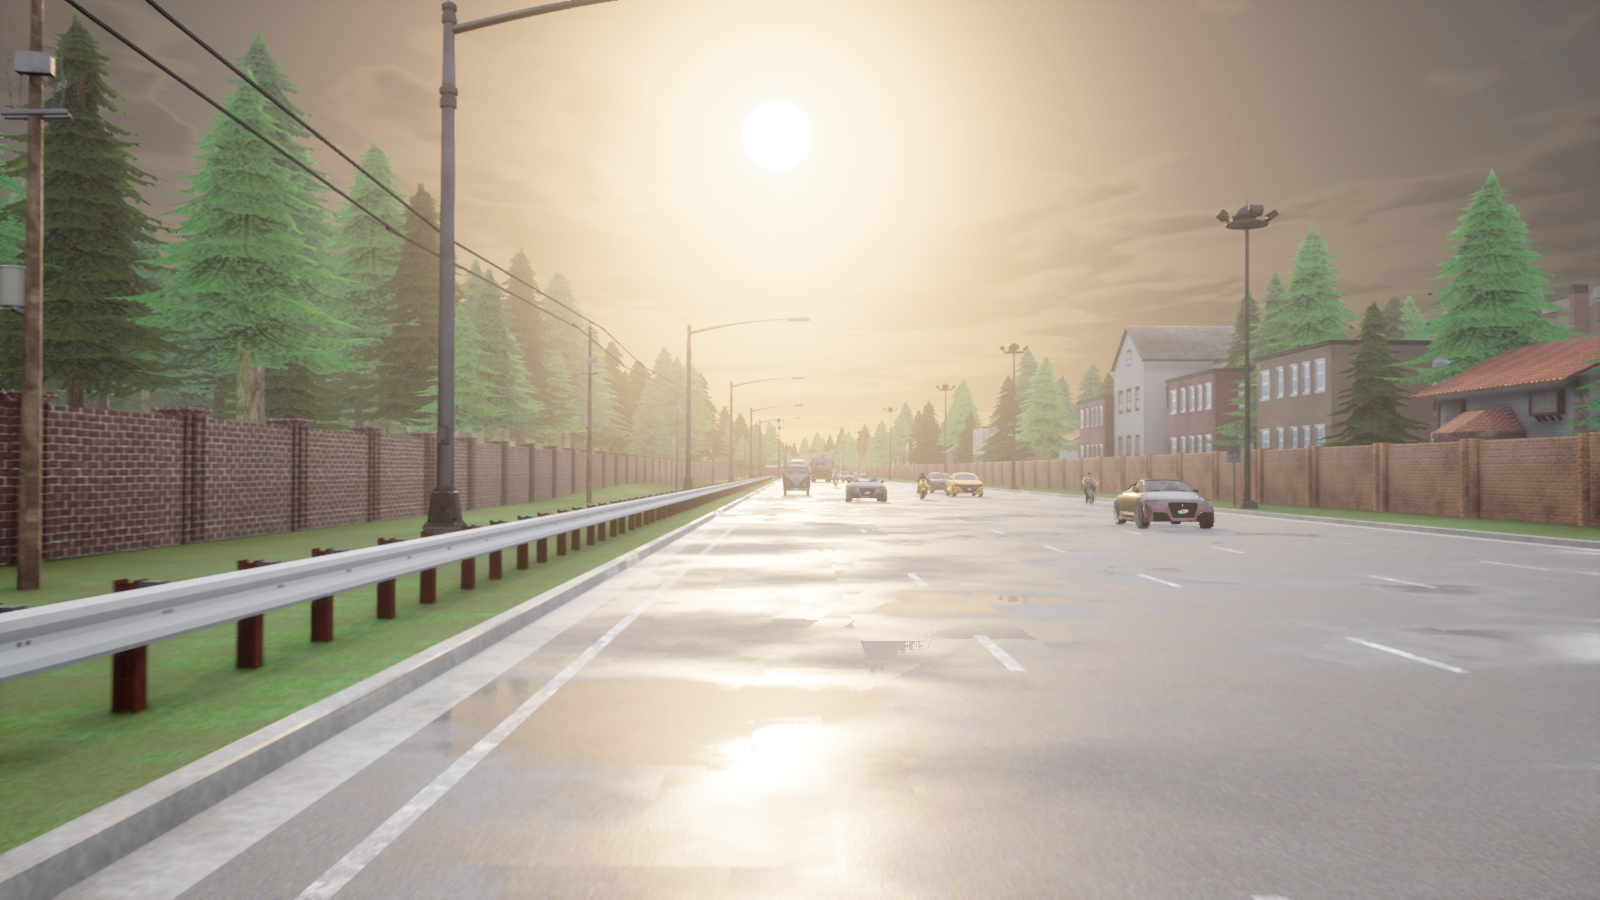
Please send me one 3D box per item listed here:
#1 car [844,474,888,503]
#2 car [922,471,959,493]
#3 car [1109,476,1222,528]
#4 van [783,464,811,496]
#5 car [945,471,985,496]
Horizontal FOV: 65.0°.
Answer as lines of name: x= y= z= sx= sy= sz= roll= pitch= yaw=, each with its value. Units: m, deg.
car: x=3.342 y=1.938 z=64.098 sx=1.994 sy=1.385 sz=4.181 roll=0 pitch=-1 yaw=0
car: x=10.214 y=2.313 z=91.653 sx=1.837 sy=1.490 sz=4.892 roll=0 pitch=-1 yaw=-4
car: x=10.411 y=1.441 z=36.083 sx=1.994 sy=1.385 sz=4.181 roll=0 pitch=-1 yaw=0
van: x=-0.199 y=1.915 z=80.455 sx=1.775 sy=1.987 sz=4.442 roll=0 pitch=-1 yaw=0
car: x=10.309 y=2.069 z=78.710 sx=1.882 sy=1.535 sz=5.008 roll=0 pitch=-1 yaw=0
